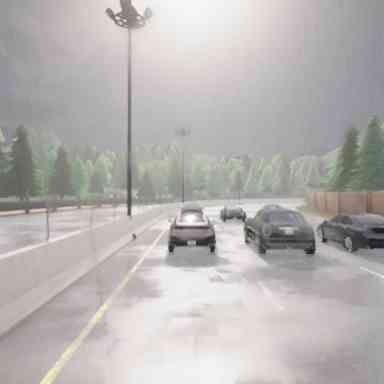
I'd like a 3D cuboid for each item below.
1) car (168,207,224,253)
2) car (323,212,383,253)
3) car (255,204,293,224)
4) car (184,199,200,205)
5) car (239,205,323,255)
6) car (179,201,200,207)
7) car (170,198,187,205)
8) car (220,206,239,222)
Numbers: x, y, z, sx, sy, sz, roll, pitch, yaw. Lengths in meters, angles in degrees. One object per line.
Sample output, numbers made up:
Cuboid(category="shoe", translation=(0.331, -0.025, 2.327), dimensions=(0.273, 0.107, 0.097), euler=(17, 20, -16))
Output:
Cuboid(category="car", translation=(0.001, 1.626, 14.296), dimensions=(2.128, 1.511, 4.902), euler=(0, 0, 0))
Cuboid(category="car", translation=(7.000, 1.641, 14.295), dimensions=(1.837, 1.490, 4.892), euler=(0, 0, 0))
Cuboid(category="car", translation=(6.994, 1.817, 28.987), dimensions=(2.033, 1.411, 5.357), euler=(0, -1, 0))
Cuboid(category="car", translation=(-0.010, 2.250, 75.089), dimensions=(1.994, 1.385, 4.181), euler=(0, -1, 23))
Cuboid(category="car", translation=(3.498, 1.482, 14.082), dimensions=(2.097, 1.767, 4.553), euler=(0, -1, 0))
Cuboid(category="car", translation=(0.004, 1.780, 29.295), dimensions=(1.837, 1.490, 4.892), euler=(0, 0, 1))
Cuboid(category="car", translation=(-3.047, 2.236, 76.834), dimensions=(2.128, 1.511, 4.902), euler=(0, -1, 23))
Cuboid(category="car", translation=(3.496, 1.872, 29.103), dimensions=(1.895, 1.301, 4.718), euler=(0, 0, 0))
